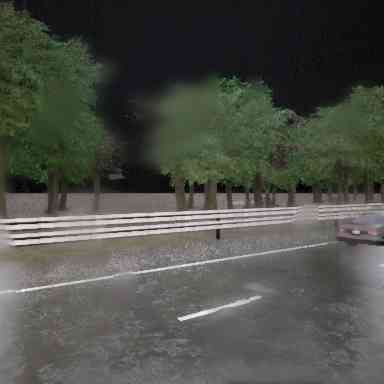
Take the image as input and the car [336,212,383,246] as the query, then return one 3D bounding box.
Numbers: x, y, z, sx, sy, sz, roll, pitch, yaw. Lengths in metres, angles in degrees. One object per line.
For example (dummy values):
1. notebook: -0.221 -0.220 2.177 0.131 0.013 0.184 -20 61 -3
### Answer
1. car: 8.269 1.564 14.066 5.357 1.411 2.033 0 0 -35
